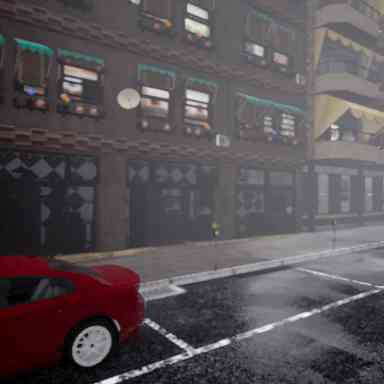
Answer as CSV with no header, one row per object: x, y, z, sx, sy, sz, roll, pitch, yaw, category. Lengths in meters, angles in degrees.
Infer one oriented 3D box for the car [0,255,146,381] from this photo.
-2.781,1.545,4.108,4.507,1.381,1.887,0,0,-35,car
